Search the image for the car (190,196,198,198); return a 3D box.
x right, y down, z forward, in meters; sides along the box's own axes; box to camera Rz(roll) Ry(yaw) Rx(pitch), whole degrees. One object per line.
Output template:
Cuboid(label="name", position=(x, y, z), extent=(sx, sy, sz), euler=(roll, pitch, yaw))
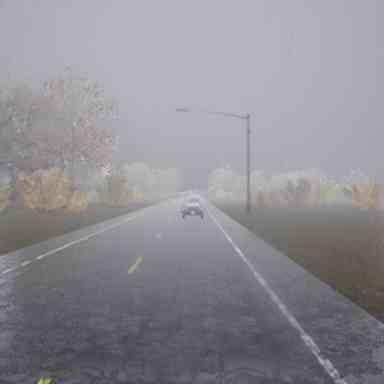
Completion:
Cuboid(label="car", position=(0.396, 1.493, 60.679), extent=(1.882, 1.535, 5.008), euler=(0, -1, 1))

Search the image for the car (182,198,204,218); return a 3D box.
Cuboid(label="car", position=(0.108, 1.545, 29.567), extent=(1.812, 1.442, 4.674), euler=(0, 0, 1))
